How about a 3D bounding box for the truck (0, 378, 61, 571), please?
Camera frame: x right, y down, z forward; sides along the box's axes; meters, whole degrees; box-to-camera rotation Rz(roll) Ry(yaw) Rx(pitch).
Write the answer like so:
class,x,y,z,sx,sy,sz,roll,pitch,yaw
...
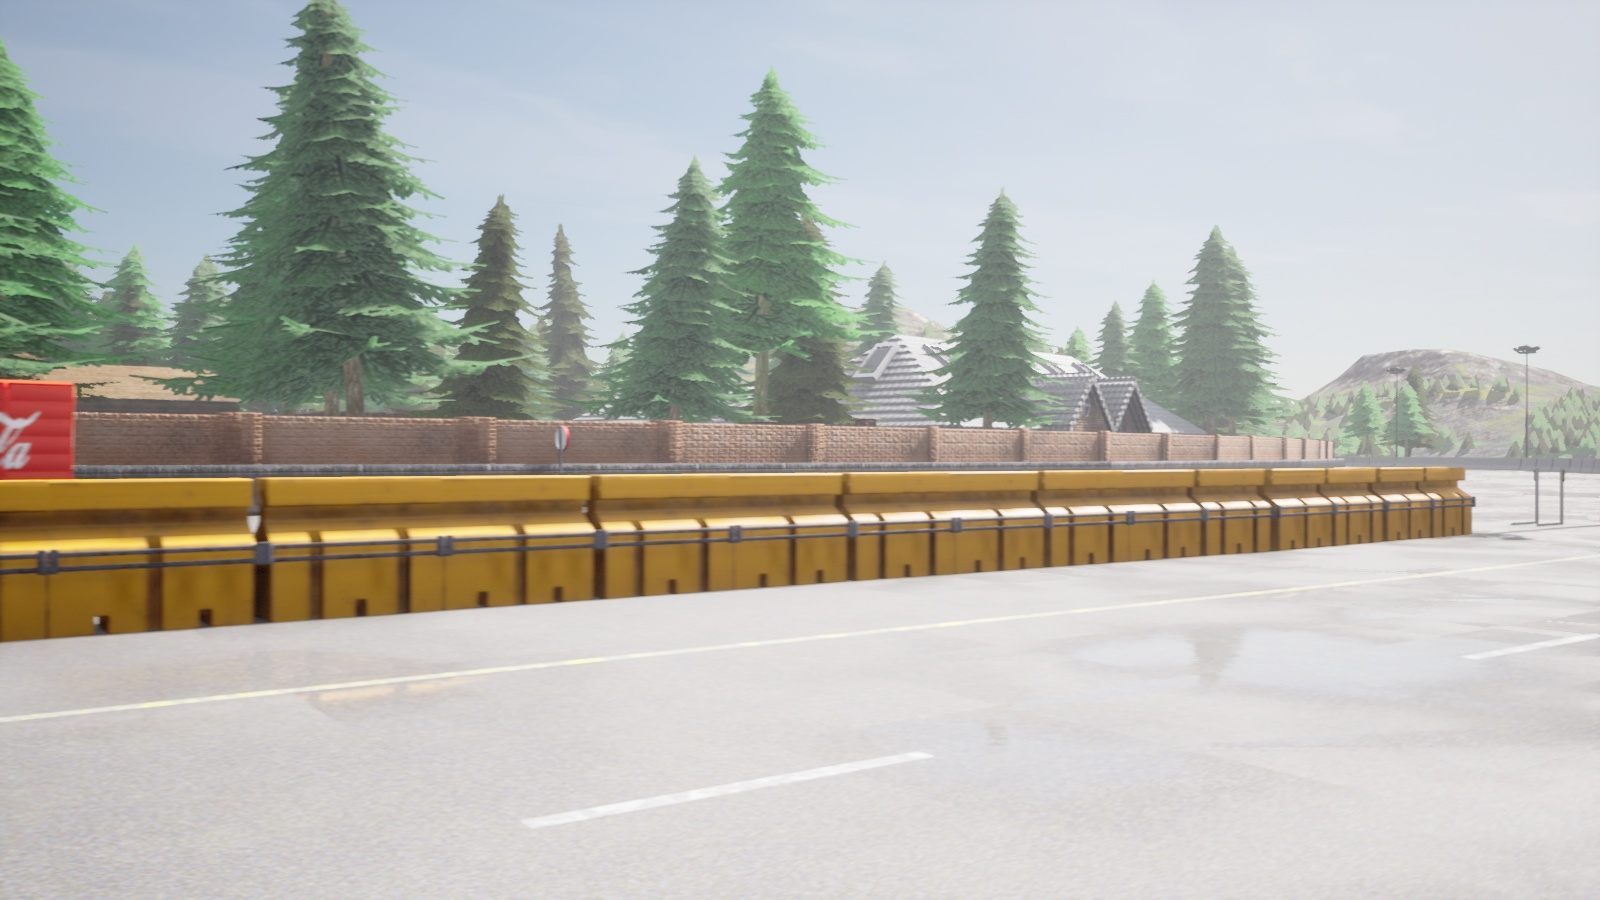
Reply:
class,x,y,z,sx,sy,sz,roll,pitch,yaw
truck,-12.585,0.328,16.211,5.204,2.467,2.627,0,-1,-30
